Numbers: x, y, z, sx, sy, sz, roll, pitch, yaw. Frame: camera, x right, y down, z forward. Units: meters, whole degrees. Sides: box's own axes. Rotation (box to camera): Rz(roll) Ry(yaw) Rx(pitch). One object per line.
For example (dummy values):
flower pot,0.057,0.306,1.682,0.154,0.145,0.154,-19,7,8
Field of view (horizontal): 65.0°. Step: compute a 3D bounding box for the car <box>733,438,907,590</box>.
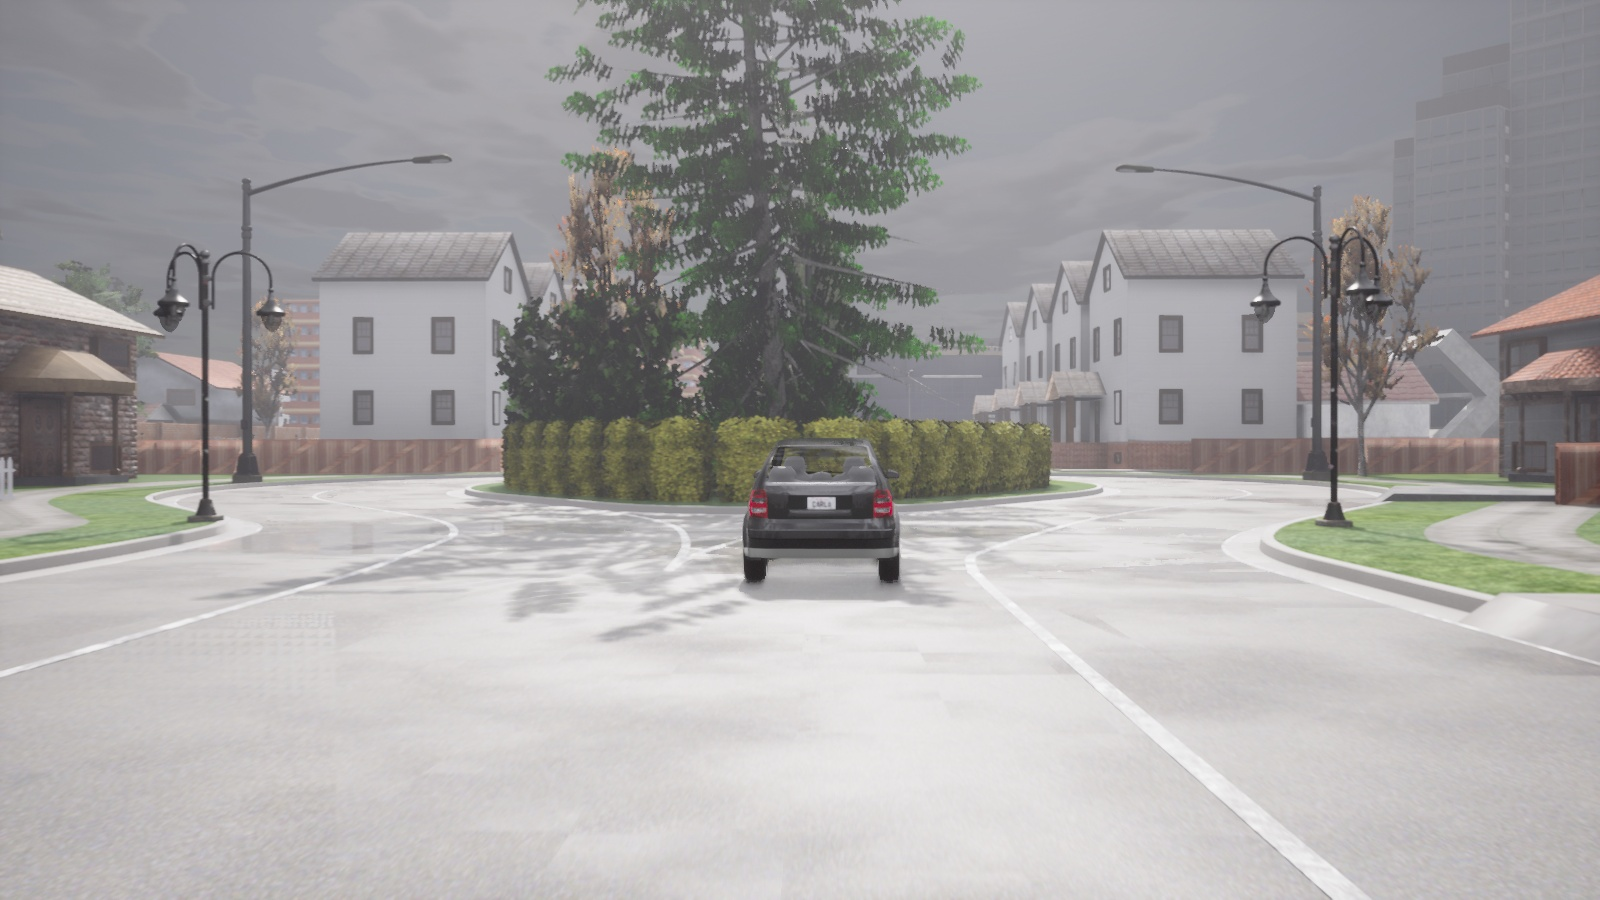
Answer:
car,0.299,0.642,14.742,1.789,1.549,3.705,0,0,3
